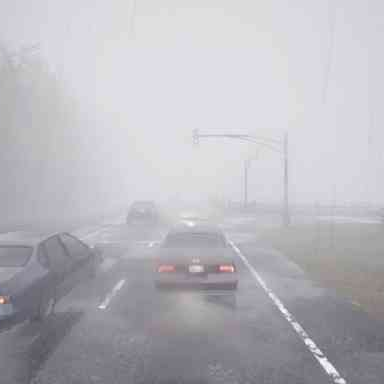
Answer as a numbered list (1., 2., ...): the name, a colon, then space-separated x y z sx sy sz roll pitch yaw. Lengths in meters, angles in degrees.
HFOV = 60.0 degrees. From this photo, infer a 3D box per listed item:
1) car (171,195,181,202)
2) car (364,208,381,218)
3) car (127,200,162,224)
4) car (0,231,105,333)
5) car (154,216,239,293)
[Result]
1. car: -3.471 1.507 72.675 1.837 1.490 4.892 0 0 0
2. car: 19.480 1.818 31.689 5.357 1.411 2.033 1 -1 0
3. car: -3.405 1.358 24.665 2.097 1.767 4.553 0 0 0
4. car: -3.403 1.550 7.128 2.033 1.411 5.357 0 0 0
5. car: 0.099 1.550 9.003 2.033 1.411 5.357 0 0 0
